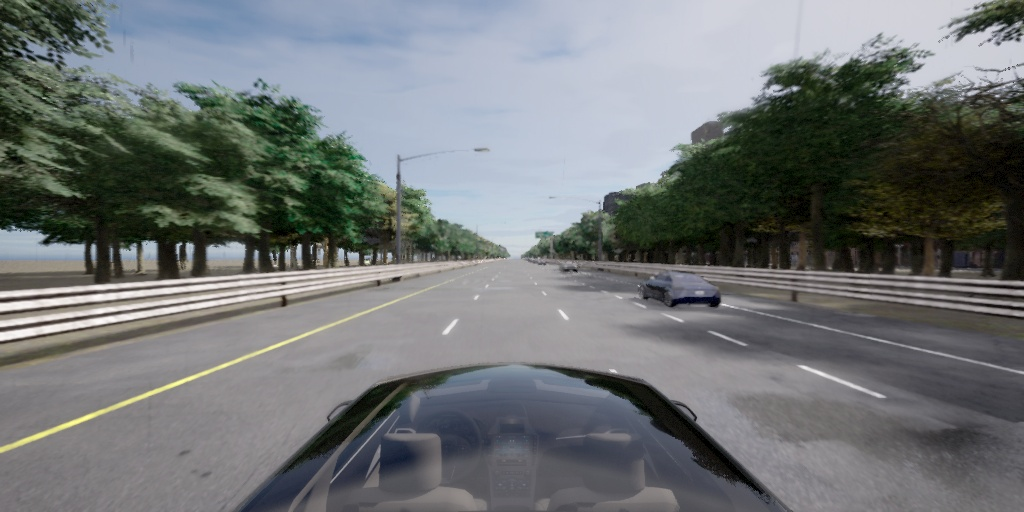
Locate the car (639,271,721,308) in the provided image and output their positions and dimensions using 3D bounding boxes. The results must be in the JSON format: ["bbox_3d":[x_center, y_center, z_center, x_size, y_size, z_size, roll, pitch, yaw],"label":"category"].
[{"bbox_3d":[7.018,1.346,15.415,1.994,1.385,4.181,0,0,0],"label":"car"}]

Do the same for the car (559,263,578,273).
[{"bbox_3d":[7.128,1.510,45.601,1.895,1.301,4.718,0,0,0],"label":"car"}]
